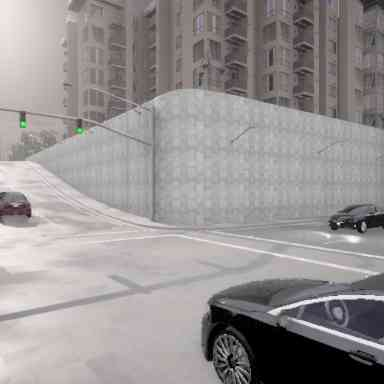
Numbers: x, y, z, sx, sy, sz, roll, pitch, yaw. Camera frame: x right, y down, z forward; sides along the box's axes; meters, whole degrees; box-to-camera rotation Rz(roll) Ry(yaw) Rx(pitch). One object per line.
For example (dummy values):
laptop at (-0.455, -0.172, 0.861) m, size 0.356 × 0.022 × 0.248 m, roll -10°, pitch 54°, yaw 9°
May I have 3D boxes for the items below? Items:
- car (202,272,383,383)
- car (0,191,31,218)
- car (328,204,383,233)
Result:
car at (2.024, 1.494, 2.997) m, size 2.128 × 1.511 × 4.902 m, roll 0°, pitch 0°, yaw -36°
car at (-13.077, 0.729, 24.002) m, size 2.097 × 1.767 × 4.553 m, roll 0°, pitch 6°, yaw -36°
car at (10.066, 1.505, 19.780) m, size 4.892 × 1.490 × 1.837 m, roll 0°, pitch 0°, yaw -36°
